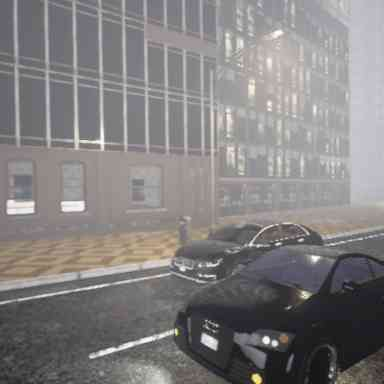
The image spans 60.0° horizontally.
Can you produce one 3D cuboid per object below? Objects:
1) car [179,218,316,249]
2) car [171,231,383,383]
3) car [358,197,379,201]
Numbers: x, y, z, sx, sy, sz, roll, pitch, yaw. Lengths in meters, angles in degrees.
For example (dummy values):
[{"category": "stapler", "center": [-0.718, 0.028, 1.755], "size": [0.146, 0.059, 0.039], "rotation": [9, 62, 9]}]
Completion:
[{"category": "car", "center": [1.705, 1.523, 9.121], "size": [4.892, 1.490, 1.837], "rotation": [0, 0, -38]}, {"category": "car", "center": [1.793, 1.573, 5.115], "size": [4.181, 1.385, 1.994], "rotation": [0, 0, -37]}, {"category": "car", "center": [39.890, 1.516, 75.239], "size": [1.802, 1.307, 4.206], "rotation": [-1, 1, -44]}]
